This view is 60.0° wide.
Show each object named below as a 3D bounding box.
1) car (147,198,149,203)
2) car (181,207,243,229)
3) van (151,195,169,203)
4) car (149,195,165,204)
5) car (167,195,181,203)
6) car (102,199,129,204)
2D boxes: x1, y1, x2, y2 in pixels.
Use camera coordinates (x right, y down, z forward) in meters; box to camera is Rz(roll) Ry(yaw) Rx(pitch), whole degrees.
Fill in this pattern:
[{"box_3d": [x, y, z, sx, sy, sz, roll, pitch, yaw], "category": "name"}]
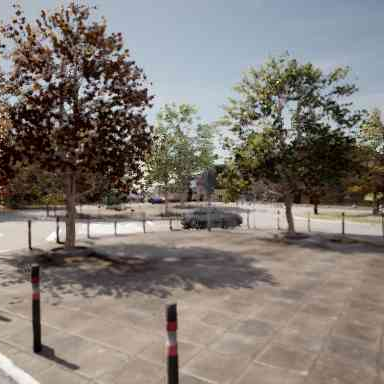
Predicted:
[{"box_3d": [-9.182, 1.839, 77.619, 1.882, 1.535, 5.008, 0, -1, -18], "category": "car"}, {"box_3d": [1.330, 1.699, 22.689, 4.181, 1.385, 1.994, -1, 0, -13], "category": "car"}, {"box_3d": [-8.396, 1.895, 87.712, 4.442, 1.987, 1.878, 0, -2, -18], "category": "van"}, {"box_3d": [-7.076, 1.722, 67.495, 1.882, 1.535, 5.008, 0, -1, 0], "category": "car"}, {"box_3d": [-6.444, 1.699, 81.838, 5.566, 2.045, 2.435, 0, -1, -18], "category": "car"}, {"box_3d": [-16.918, 1.653, 74.507, 5.566, 2.045, 2.435, 0, -1, -18], "category": "car"}]
